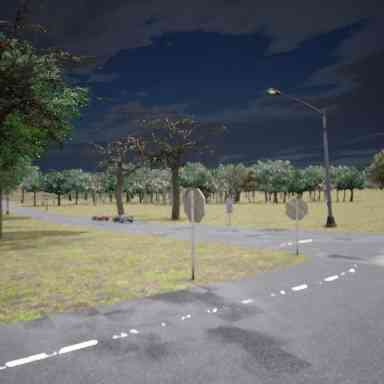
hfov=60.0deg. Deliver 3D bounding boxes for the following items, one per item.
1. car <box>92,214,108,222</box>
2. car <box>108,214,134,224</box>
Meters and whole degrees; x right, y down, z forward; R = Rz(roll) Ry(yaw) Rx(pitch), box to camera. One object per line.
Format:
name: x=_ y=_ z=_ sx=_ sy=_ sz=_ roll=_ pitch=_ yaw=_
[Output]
car: x=-16.834 y=4.669 z=60.928 sx=1.895 sy=1.301 sz=4.718 roll=-1 pitch=-2 yaw=-34
car: x=-10.893 y=4.176 z=52.291 sx=2.033 sy=1.411 sz=5.357 roll=-1 pitch=-2 yaw=-34
